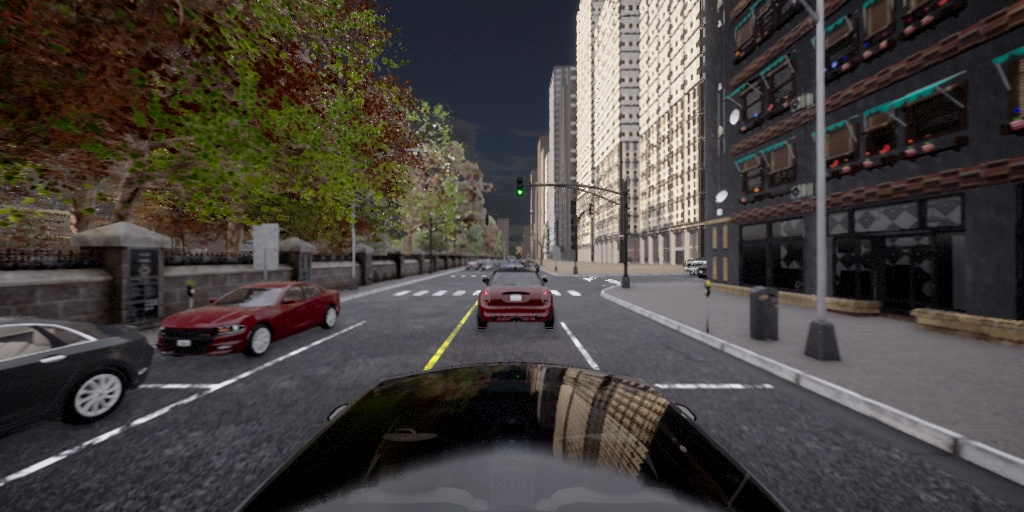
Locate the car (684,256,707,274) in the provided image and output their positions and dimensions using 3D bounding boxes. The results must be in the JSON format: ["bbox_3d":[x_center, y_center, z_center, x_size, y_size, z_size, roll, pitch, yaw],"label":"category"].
[{"bbox_3d":[17.364,0.700,29.755,5.566,2.045,2.150,-1,0,0],"label":"car"}]

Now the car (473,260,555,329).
[{"bbox_3d":[0.101,1.115,11.492,2.097,1.767,4.553,0,0,0],"label":"car"}]

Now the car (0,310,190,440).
[{"bbox_3d":[-5.770,1.302,3.064,2.007,1.370,4.403,0,0,0],"label":"car"}]

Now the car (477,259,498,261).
[{"bbox_3d":[-3.091,1.322,48.388,2.128,1.511,4.902,0,0,0],"label":"car"}]

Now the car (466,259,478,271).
[{"bbox_3d":[-5.699,1.420,52.155,1.802,1.307,4.207,0,0,0],"label":"car"}]

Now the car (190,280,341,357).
[{"bbox_3d":[-5.822,1.304,8.604,1.888,1.381,4.507,0,0,0],"label":"car"}]

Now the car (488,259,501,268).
[{"bbox_3d":[-3.046,1.357,64.211,2.128,1.511,4.902,0,0,1],"label":"car"}]

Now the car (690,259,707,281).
[{"bbox_3d":[14.681,1.057,23.943,4.313,1.339,1.948,0,0,0],"label":"car"}]
